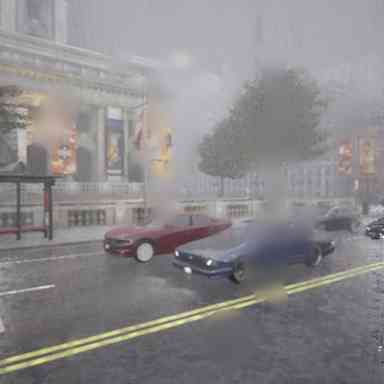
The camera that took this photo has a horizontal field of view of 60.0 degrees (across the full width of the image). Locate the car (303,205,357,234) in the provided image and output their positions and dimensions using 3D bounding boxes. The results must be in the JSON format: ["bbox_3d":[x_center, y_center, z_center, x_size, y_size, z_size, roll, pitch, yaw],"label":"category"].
[{"bbox_3d":[6.974,1.451,17.559,4.902,1.511,2.128,0,0,-36],"label":"car"}]

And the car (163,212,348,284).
[{"bbox_3d":[2.060,1.529,9.757,5.357,1.411,2.033,0,0,-36],"label":"car"}]

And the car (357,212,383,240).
[{"bbox_3d":[10.257,1.503,15.607,5.357,1.411,2.033,0,0,-35],"label":"car"}]

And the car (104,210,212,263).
[{"bbox_3d":[-0.681,1.461,12.106,5.008,1.535,1.882,0,0,-35],"label":"car"}]
